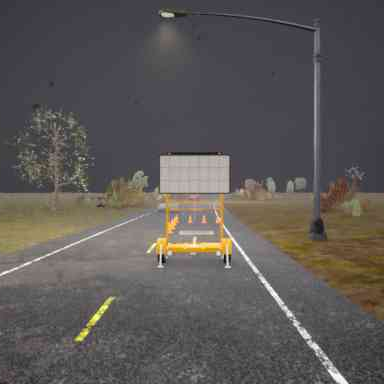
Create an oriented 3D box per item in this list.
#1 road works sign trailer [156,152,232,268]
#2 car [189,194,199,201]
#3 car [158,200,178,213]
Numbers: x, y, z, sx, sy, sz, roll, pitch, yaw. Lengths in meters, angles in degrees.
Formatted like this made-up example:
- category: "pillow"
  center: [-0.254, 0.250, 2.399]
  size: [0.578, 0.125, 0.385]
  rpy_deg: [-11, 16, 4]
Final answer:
- category: "road works sign trailer"
  center: [0.088, 0.463, 11.274]
  size: [2.380, 3.560, 2.880]
  rpy_deg: [0, 0, 1]
- category: "car"
  center: [0.604, 1.199, 81.459]
  size: [2.150, 2.045, 5.566]
  rpy_deg: [0, 0, 6]
- category: "car"
  center: [-2.674, 1.595, 37.367]
  size: [1.895, 1.301, 4.718]
  rpy_deg: [0, 0, 3]
